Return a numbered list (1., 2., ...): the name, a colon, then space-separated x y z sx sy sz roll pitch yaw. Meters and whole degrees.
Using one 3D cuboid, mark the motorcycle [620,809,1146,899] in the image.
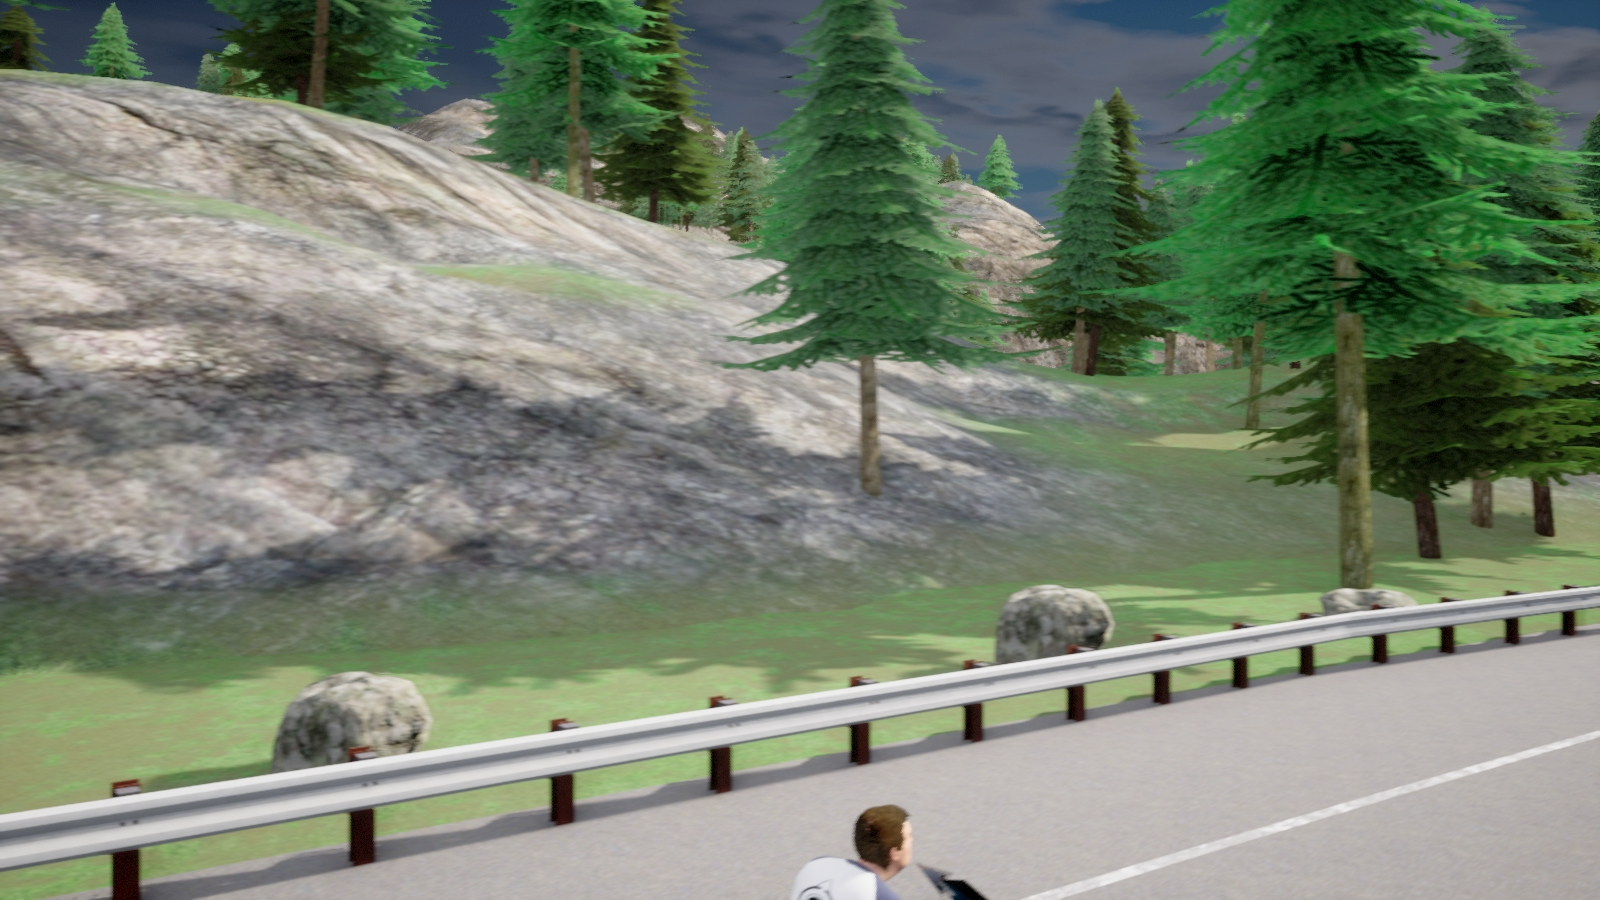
1. motorcycle: 0.240 2.175 4.079 2.033 1.217 0.803 0 0 -34
